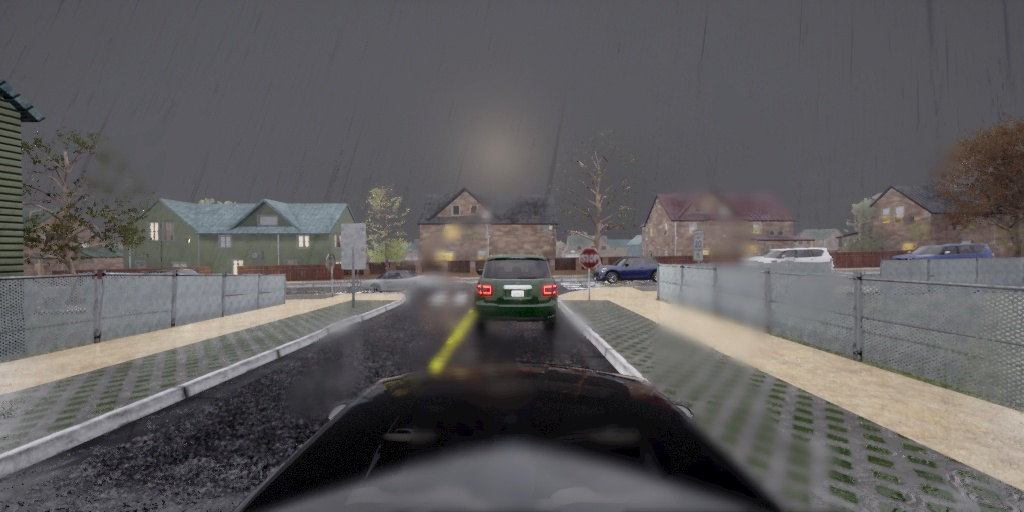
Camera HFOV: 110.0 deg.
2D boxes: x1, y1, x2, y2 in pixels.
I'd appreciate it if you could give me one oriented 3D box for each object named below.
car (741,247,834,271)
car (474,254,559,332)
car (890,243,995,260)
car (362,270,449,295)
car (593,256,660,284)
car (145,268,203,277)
[{"bbox_3d":[18.446,0.473,24.274,5.566,2.045,2.150,-1,1,0],"label":"car"},{"bbox_3d":[0.081,0.972,11.057,2.150,2.045,5.566,0,0,-1],"label":"car"},{"bbox_3d":[28.957,0.222,24.268,5.566,2.045,2.150,-2,1,0],"label":"car"},{"bbox_3d":[-5.929,1.458,20.077,4.718,1.301,1.895,-2,-1,21],"label":"car"},{"bbox_3d":[7.766,0.858,24.054,4.553,1.767,2.097,-1,1,-3],"label":"car"},{"bbox_3d":[-19.524,1.542,21.336,4.553,1.767,2.097,-1,1,0],"label":"car"}]
